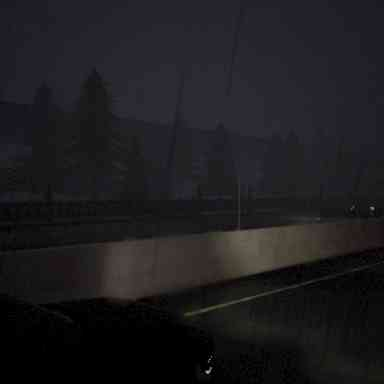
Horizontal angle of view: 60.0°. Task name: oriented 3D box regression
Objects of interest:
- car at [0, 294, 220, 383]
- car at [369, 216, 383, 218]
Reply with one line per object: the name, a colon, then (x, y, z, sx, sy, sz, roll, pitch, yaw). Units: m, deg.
car: (-2.021, 1.473, 2.340, 5.008, 1.535, 1.882, 0, 0, -36)
car: (15.441, 1.366, 28.373, 4.553, 1.767, 2.097, 0, 0, -36)
